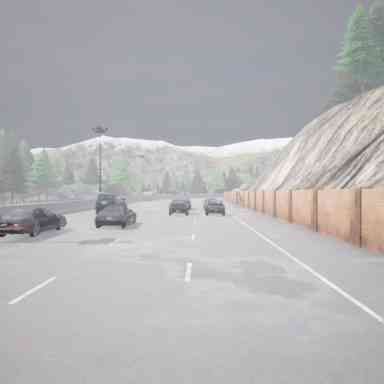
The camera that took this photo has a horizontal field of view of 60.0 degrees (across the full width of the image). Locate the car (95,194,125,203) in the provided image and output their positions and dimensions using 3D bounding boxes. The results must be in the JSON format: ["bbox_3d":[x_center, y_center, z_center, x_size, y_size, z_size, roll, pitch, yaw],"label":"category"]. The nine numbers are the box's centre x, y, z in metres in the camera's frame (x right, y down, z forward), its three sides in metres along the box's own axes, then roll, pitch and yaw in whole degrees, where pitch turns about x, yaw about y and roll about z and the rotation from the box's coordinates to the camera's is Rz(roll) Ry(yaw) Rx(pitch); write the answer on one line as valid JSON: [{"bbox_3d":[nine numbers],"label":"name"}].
[{"bbox_3d":[-8.237,1.220,34.199,2.150,2.045,5.566,0,0,1],"label":"car"}]

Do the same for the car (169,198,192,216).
[{"bbox_3d":[-1.262,1.505,33.050,1.837,1.490,4.892,0,0,1],"label":"car"}]

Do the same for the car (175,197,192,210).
[{"bbox_3d":[-1.050,1.478,43.492,1.882,1.535,5.008,0,0,1],"label":"car"}]

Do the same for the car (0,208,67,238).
[{"bbox_3d":[-8.571,1.547,17.786,2.033,1.411,5.357,0,0,1],"label":"car"}]

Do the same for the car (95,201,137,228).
[{"bbox_3d":[-4.986,1.564,22.188,1.994,1.385,4.181,0,0,1],"label":"car"}]

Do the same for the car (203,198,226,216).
[{"bbox_3d":[2.234,1.491,32.831,2.128,1.511,4.902,0,0,1],"label":"car"}]

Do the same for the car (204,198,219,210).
[{"bbox_3d":[2.446,1.526,43.277,1.812,1.442,4.674,0,0,1],"label":"car"}]
